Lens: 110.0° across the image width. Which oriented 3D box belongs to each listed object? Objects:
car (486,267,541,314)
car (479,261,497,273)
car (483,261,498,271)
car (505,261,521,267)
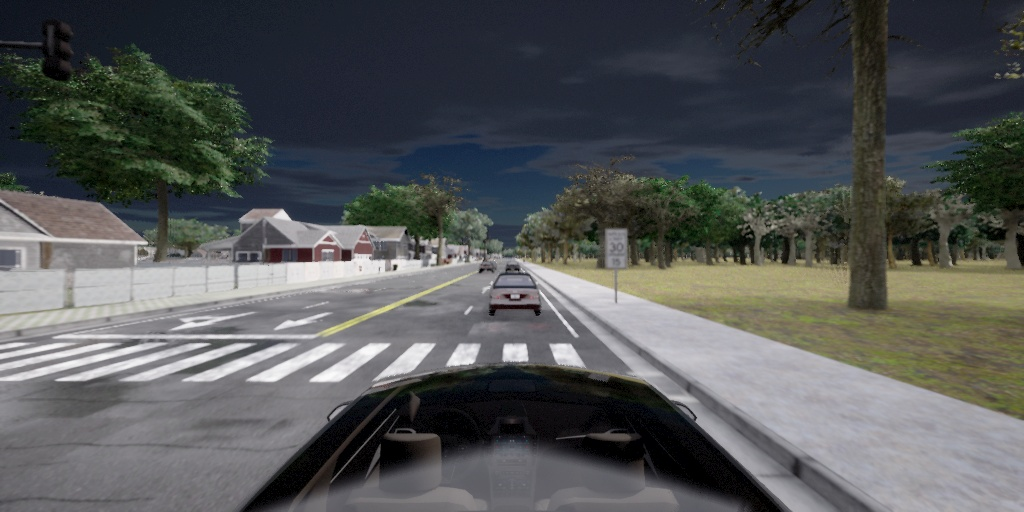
[{"bbox_3d":[0.097,1.344,13.911,2.033,1.411,5.357,0,0,0],"label":"car"},{"bbox_3d":[-3.156,1.403,45.325,1.837,1.490,4.892,0,0,0],"label":"car"},{"bbox_3d":[-3.259,1.478,55.453,2.033,1.411,5.357,0,0,0],"label":"car"},{"bbox_3d":[0.095,1.379,45.473,1.882,1.535,5.008,0,0,0],"label":"car"}]
